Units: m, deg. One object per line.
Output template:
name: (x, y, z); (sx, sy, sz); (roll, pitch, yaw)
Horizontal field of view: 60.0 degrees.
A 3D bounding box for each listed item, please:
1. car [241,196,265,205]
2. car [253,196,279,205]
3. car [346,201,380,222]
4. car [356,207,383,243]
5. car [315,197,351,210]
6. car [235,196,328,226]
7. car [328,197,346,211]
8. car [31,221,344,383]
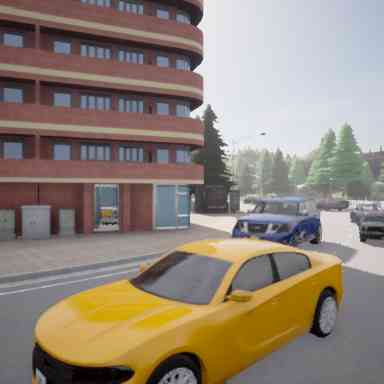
car: (10.765, 1.505, 58.969); (1.837, 1.490, 4.892); (0, 0, -20)
car: (13.576, 1.547, 61.250); (2.033, 1.411, 5.357); (0, 0, -20)
car: (12.311, 1.564, 23.096); (1.994, 1.385, 4.181); (0, 0, 16)
car: (8.953, 1.601, 15.692); (1.895, 1.301, 4.718); (0, 0, 26)
car: (19.003, 1.478, 45.038); (1.882, 1.535, 5.008); (0, 0, -14)
car: (3.670, 1.224, 13.460); (2.150, 2.045, 5.566); (0, 0, 34)
car: (16.599, 1.547, 40.791); (2.033, 1.411, 5.357); (0, 0, -10)
car: (0.407, 1.478, 4.838); (5.008, 1.535, 1.882); (-1, 0, -43)
